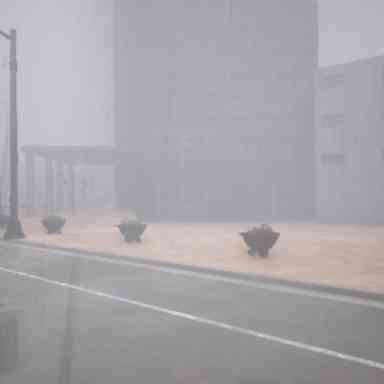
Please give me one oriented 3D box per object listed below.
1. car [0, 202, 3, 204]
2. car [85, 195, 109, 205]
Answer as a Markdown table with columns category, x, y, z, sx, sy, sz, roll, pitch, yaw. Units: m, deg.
| category | x | y | z | sx | sy | sz | roll | pitch | yaw |
| --- | --- | --- | --- | --- | --- | --- | --- | --- | --- |
| car | -28.758 | 1.978 | 48.073 | 1.882 | 1.535 | 5.008 | -1 | 0 | -1 |
| car | -21.152 | 1.812 | 74.399 | 2.150 | 2.045 | 5.566 | -1 | 0 | 34 |
